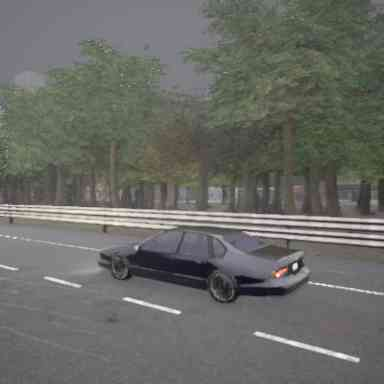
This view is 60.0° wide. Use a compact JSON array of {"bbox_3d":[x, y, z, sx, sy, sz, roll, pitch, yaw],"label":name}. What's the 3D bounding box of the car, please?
[{"bbox_3d":[0.025,1.549,8.148,5.357,1.411,2.033,0,0,36],"label":"car"}]
